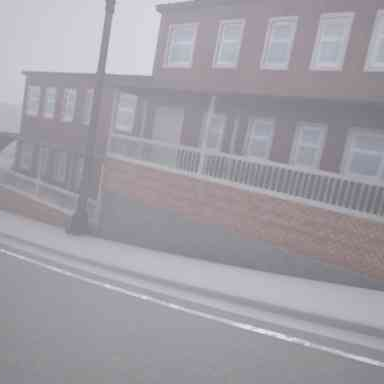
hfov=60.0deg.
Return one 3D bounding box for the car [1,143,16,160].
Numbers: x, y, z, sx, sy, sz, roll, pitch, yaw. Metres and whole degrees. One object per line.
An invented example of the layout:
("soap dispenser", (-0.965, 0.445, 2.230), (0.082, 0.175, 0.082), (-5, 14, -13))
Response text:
("car", (-21.490, -4.953, 42.035), (2.097, 1.767, 4.553), (16, 9, 35))
